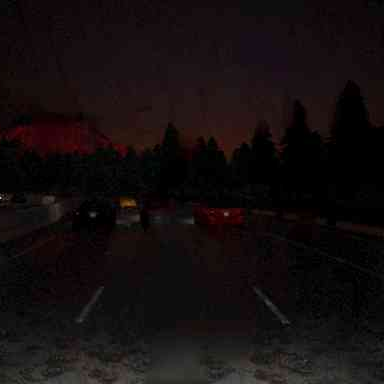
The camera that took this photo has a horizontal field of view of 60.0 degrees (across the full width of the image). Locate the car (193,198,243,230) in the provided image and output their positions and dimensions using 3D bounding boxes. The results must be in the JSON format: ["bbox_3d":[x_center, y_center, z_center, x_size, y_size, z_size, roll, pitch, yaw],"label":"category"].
[{"bbox_3d":[1.446,1.197,19.935,2.097,1.767,4.553,0,0,-11],"label":"car"}]

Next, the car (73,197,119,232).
[{"bbox_3d":[-5.541,1.214,19.328,2.097,1.767,4.553,0,0,-11],"label":"car"}]

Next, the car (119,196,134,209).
[{"bbox_3d":[-8.023,1.190,39.653,1.882,1.535,5.008,0,0,-22],"label":"car"}]

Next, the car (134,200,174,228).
[{"bbox_3d":[-2.349,1.334,21.160,2.128,1.511,4.902,0,0,-12],"label":"car"}]
